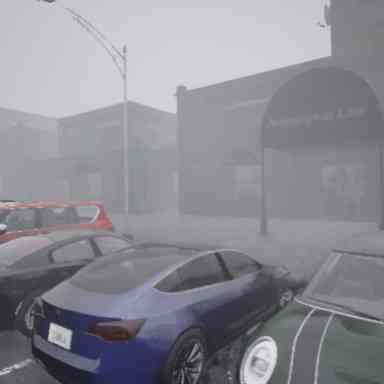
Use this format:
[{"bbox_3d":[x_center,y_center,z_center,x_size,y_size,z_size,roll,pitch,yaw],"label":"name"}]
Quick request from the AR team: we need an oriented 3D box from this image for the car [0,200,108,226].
[{"bbox_3d":[-4.509,1.265,8.455,2.435,2.045,5.566,-1,0,36],"label":"car"}]

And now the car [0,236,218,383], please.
[{"bbox_3d":[0.010,1.516,5.300,2.163,1.488,4.792,0,0,36],"label":"car"}]

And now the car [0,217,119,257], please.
[{"bbox_3d":[-2.250,1.496,6.870,2.097,1.535,5.008,-1,0,36],"label":"car"}]

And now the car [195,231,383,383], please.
[{"bbox_3d":[2.256,1.354,3.699,2.185,1.767,4.553,0,0,36],"label":"car"}]
